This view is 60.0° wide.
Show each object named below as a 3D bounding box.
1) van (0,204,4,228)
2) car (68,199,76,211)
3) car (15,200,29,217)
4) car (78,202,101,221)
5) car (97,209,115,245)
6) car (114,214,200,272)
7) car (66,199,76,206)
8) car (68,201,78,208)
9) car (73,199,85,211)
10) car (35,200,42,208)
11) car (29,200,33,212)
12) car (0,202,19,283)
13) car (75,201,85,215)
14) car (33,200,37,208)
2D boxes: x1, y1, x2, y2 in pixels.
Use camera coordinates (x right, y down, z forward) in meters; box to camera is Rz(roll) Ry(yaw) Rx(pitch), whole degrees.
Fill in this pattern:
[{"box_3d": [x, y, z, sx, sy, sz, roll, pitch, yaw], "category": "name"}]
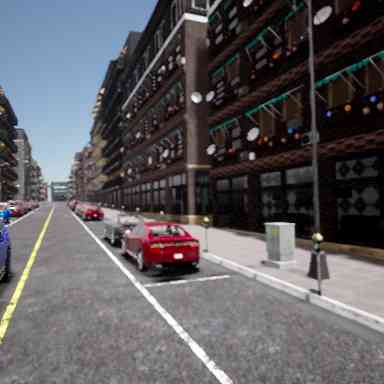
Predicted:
[{"box_3d": [-14.734, 1.754, 23.754, 1.690, 1.788, 3.998, 1, -1, -22], "category": "van"}, {"box_3d": [-17.763, 2.077, 52.280, 2.192, 1.841, 5.009, 1, -1, -22], "category": "car"}, {"box_3d": [-20.932, 1.974, 39.144, 2.192, 1.841, 5.009, 1, -1, -22], "category": "car"}, {"box_3d": [-9.470, 1.973, 31.768, 1.887, 1.381, 4.507, 1, -1, -22], "category": "car"}, {"box_3d": [-3.273, 1.745, 16.379, 2.008, 1.369, 4.403, 1, -1, -22], "category": "car"}, {"box_3d": [-1.207, 1.665, 11.248, 1.887, 1.381, 4.507, 1, -1, -22], "category": "car"}, {"box_3d": [-30.159, 2.631, 83.062, 2.192, 1.841, 5.009, 1, -1, -22], "category": "car"}, {"box_3d": [-26.029, 2.705, 72.796, 1.802, 1.307, 4.206, 1, -1, -22], "category": "car"}, {"box_3d": [-13.594, 2.033, 42.033, 1.967, 1.590, 4.097, 1, -1, -22], "category": "car"}, {"box_3d": [-33.325, 2.504, 69.921, 2.192, 1.841, 5.009, 1, -1, -22], "category": "car"}, {"box_3d": [-22.997, 2.058, 44.273, 2.192, 1.841, 5.009, 1, -1, -22], "category": "car"}, {"box_3d": [-5.252, 1.354, 7.011, 2.150, 2.045, 5.566, -1, -1, -22], "category": "car"}, {"box_3d": [-11.536, 2.054, 36.897, 1.887, 1.381, 4.507, 1, -1, -22], "category": "car"}, {"box_3d": [-27.131, 2.481, 54.529, 1.947, 1.339, 4.313, 1, -1, -22], "category": "car"}]
